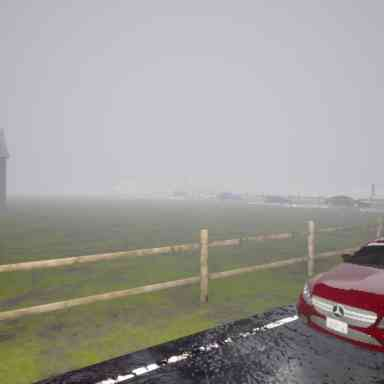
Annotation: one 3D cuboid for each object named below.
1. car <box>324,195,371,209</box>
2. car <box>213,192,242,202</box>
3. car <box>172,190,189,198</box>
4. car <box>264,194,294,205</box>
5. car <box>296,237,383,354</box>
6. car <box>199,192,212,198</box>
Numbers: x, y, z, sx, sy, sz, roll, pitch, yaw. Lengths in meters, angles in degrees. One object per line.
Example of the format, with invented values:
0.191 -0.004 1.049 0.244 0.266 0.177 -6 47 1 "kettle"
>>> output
17.711 1.112 38.062 1.882 1.535 5.008 0 1 -35 "car"
6.103 0.752 54.349 1.882 1.535 5.008 0 1 -35 "car"
-2.497 0.439 72.587 1.837 1.490 4.892 0 1 -36 "car"
11.996 1.020 46.096 1.994 1.385 4.181 0 1 -34 "car"
3.834 1.526 5.807 4.674 1.442 1.812 0 0 -35 "car"
3.422 0.715 64.456 1.895 1.301 4.718 0 1 -36 "car"
